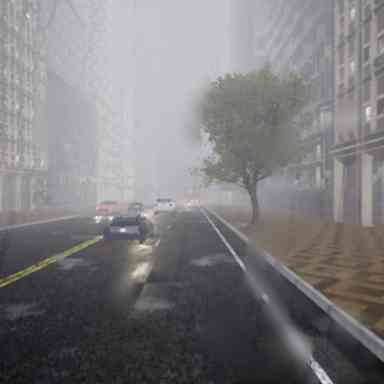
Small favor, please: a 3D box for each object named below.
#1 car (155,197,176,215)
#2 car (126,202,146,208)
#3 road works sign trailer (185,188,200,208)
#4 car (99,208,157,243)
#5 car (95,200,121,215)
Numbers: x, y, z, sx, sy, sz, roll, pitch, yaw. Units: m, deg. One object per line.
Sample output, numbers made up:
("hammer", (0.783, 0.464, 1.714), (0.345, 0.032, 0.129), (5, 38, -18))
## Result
("car", (-3.162, 1.637, 39.494), (2.150, 2.045, 5.566), (0, 0, 0))
("car", (-6.597, 1.918, 39.331), (1.837, 1.490, 4.892), (0, -1, 0))
("road works sign trailer", (-0.032, 1.068, 58.886), (2.380, 3.560, 2.880), (-1, 0, 1))
("car", (-3.156, 1.745, 17.202), (1.994, 1.385, 4.181), (0, -1, 0))
("car", (-9.844, 1.762, 39.252), (2.097, 1.767, 4.553), (0, -1, 0))
